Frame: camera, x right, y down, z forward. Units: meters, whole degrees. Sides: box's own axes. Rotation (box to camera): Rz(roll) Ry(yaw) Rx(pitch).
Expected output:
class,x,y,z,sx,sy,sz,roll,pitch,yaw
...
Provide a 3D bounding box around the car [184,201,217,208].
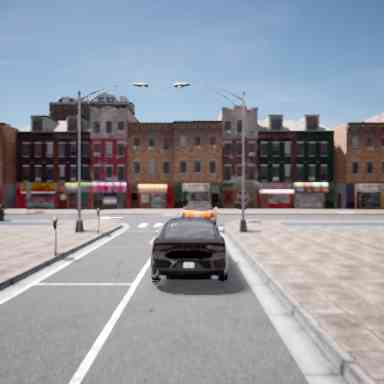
class,x,y,z,sx,sy,sz,roll,pitch,yaw
car,0.502,1.334,20.449,2.097,1.767,4.553,0,0,5

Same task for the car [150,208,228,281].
class,x,y,z,sx,sy,sz,roll,pitch,yaw
car,-0.048,1.468,9.814,1.882,1.535,5.008,0,0,1
